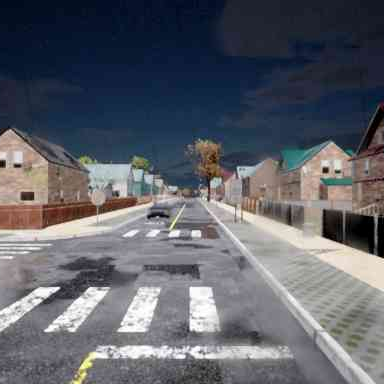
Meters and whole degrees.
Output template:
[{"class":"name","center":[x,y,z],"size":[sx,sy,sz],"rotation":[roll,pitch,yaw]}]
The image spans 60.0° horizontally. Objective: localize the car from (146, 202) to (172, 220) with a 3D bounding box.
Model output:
[{"class":"car","center":[-2.689,1.581,28.619],"size":[2.033,1.411,5.357],"rotation":[0,0,0]}]
